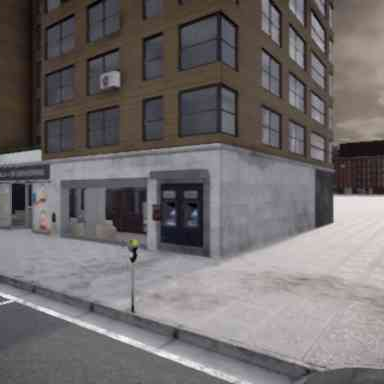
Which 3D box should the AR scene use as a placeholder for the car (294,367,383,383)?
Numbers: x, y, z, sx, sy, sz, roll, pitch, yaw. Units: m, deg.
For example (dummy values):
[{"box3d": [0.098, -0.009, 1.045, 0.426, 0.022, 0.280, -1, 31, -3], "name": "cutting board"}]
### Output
[{"box3d": [2.361, 1.551, 1.203, 4.403, 1.369, 2.008, 0, 0, 36], "name": "car"}]
